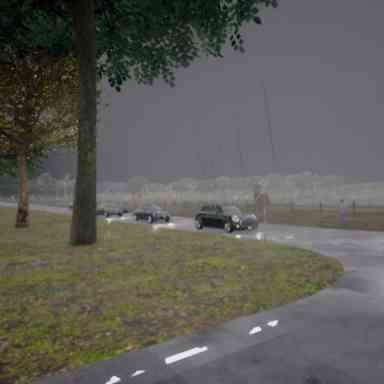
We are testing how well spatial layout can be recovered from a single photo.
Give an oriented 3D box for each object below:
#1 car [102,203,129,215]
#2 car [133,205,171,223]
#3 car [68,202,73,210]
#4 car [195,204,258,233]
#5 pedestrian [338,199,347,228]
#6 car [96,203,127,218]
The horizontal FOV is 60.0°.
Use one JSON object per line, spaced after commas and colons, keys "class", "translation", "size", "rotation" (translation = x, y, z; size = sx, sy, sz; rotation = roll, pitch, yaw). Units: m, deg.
{"class": "car", "translation": [-10.308, 2.197, 44.542], "size": [1.994, 1.385, 4.181], "rotation": [-2, 0, -35]}
{"class": "car", "translation": [-3.728, 1.933, 30.059], "size": [1.837, 1.490, 4.892], "rotation": [-2, 0, -35]}
{"class": "car", "translation": [-20.563, 2.443, 59.112], "size": [1.837, 1.490, 4.892], "rotation": [-2, 0, -35]}
{"class": "car", "translation": [2.148, 1.593, 21.694], "size": [2.097, 1.767, 4.553], "rotation": [-2, 0, -35]}
{"class": "pedestrian", "translation": [9.677, 1.332, 21.371], "size": [0.375, 1.860, 0.375], "rotation": [-3, 2, -35]}
{"class": "car", "translation": [-9.685, 2.117, 38.547], "size": [1.837, 1.490, 4.892], "rotation": [-2, 0, -35]}
